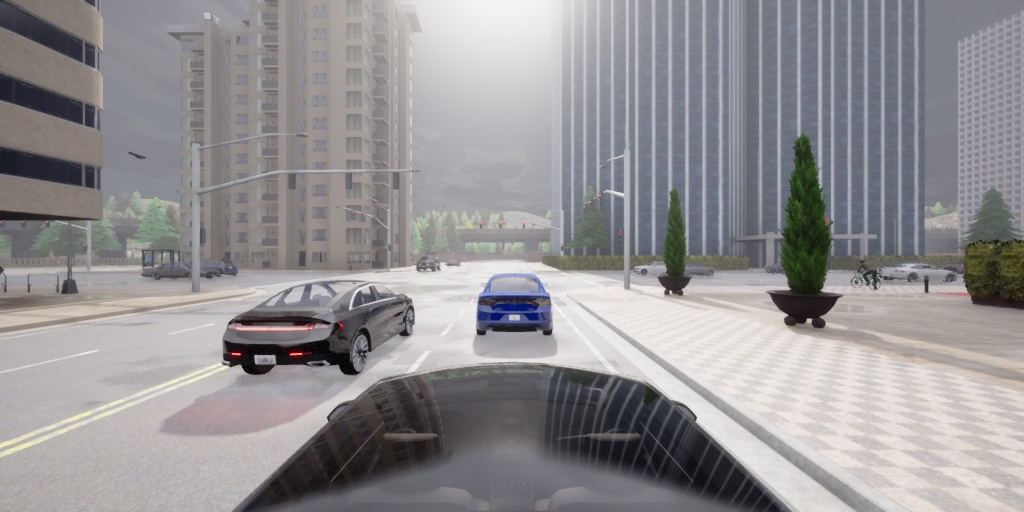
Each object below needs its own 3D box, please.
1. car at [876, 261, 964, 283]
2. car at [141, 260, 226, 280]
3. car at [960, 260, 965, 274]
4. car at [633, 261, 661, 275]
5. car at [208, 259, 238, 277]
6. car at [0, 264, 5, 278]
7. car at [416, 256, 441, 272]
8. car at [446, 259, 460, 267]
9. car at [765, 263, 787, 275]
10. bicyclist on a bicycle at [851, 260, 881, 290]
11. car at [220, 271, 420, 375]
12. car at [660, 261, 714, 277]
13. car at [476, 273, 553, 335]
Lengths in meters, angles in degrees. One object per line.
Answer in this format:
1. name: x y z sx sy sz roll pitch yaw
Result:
1. car: 30.860 1.275 27.344 4.674 1.442 1.812 0 0 -1
2. car: -27.823 1.297 30.205 5.357 1.411 2.033 0 0 -1
3. car: 48.670 1.142 38.118 4.553 1.767 2.097 0 0 -1
4. car: 15.190 1.275 37.863 4.674 1.442 1.812 0 0 -1
5. car: -28.658 1.102 33.807 4.553 1.767 2.097 0 0 0
6. car: -46.435 0.974 30.077 5.566 2.045 2.150 0 0 0
7. car: -10.617 0.972 45.822 2.150 2.045 5.566 0 0 0
8. car: -10.591 1.313 64.553 1.994 1.385 4.181 0 0 0
9. car: 29.510 1.275 37.999 4.674 1.442 1.812 0 0 -1
10. bicyclist on a bicycle: 19.632 1.050 19.926 0.582 1.620 1.656 0 0 -1
11. car: -3.446 1.241 7.455 2.128 1.511 4.902 0 0 0
12. car: 16.993 1.311 34.382 4.181 1.385 1.994 0 0 -1
13. car: 0.071 1.227 10.493 1.882 1.535 5.008 0 0 0
